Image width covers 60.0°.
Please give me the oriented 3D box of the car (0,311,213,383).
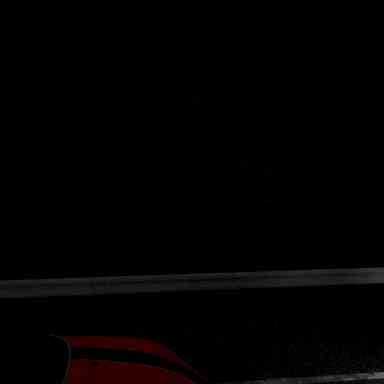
[{"bbox_3d":[-1.864,1.352,1.651,4.553,1.767,2.097,0,0,-6],"label":"car"}]
